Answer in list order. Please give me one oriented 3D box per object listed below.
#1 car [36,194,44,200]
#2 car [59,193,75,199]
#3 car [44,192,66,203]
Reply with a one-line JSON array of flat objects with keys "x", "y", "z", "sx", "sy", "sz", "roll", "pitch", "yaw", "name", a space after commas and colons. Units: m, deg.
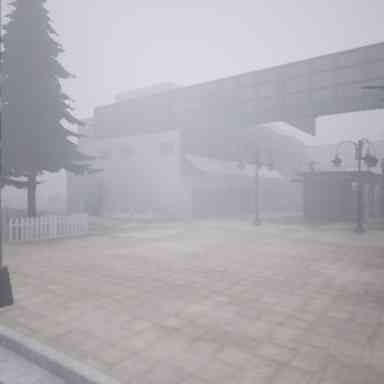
[{"x": -33.237, "y": 1.031, "z": 71.127, "sx": 4.514, "sy": 1.523, "sz": 2.007, "roll": 0, "pitch": 0, "yaw": 36, "name": "car"}, {"x": -32.237, "y": 1.061, "z": 85.741, "sx": 3.806, "sy": 1.475, "sz": 1.970, "roll": 0, "pitch": 0, "yaw": 36, "name": "car"}, {"x": -21.998, "y": 0.901, "z": 55.097, "sx": 4.605, "sy": 1.855, "sz": 1.932, "roll": 0, "pitch": 0, "yaw": 36, "name": "car"}]
